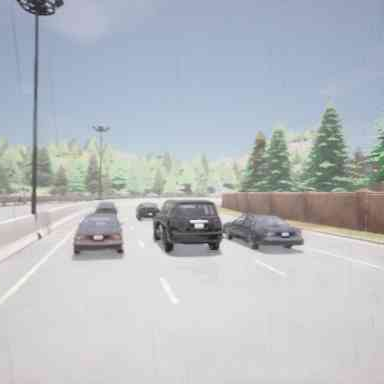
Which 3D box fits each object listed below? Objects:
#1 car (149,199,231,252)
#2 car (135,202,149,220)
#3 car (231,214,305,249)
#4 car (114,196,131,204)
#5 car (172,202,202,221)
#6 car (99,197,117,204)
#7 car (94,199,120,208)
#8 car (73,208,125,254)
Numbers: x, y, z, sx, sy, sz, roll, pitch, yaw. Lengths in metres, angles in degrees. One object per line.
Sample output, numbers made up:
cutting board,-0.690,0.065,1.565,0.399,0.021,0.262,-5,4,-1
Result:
car,-0.364,1.320,14.588,2.150,2.045,5.566,1,0,-13
car,-3.951,1.646,29.632,1.882,1.535,5.008,1,0,-13
car,3.042,1.700,15.375,2.033,1.411,5.357,1,0,-13
car,-14.784,1.689,71.304,2.097,1.767,4.553,1,0,10
car,-0.527,1.743,30.345,1.812,1.442,4.674,1,0,-13
car,-18.161,1.797,72.231,1.837,1.490,4.892,1,0,10
car,-7.318,1.625,28.636,1.837,1.490,4.892,1,0,-13
car,-3.765,1.601,13.745,2.033,1.411,5.357,1,0,-13
